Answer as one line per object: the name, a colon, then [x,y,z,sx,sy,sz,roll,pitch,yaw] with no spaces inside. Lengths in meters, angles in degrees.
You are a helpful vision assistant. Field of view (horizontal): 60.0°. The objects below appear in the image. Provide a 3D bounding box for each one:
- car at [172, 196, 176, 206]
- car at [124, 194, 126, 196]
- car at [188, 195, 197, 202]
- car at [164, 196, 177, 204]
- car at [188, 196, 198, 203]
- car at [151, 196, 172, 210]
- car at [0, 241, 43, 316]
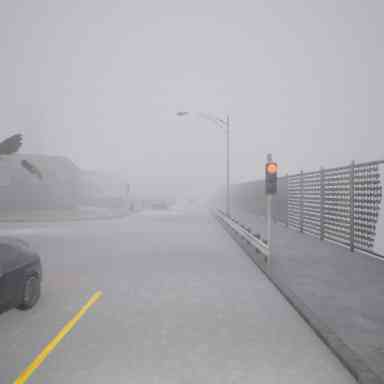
car: [-4.047,1.505,52.519,1.837,1.490,4.892,0,0,0]
car: [-17.212,1.134,78.245,3.633,1.501,1.845,0,0,0]
car: [0.066,1.540,78.648,2.033,1.411,5.357,0,0,0]
car: [-4.005,1.547,62.975,2.033,1.411,5.357,0,0,0]
car: [0.161,1.547,68.020,2.033,1.411,5.357,0,0,-1]
car: [-4.062,1.478,42.801,1.882,1.535,5.008,0,0,0]
car: [-3.994,1.526,5.117,1.812,1.442,4.674,0,0,1]
